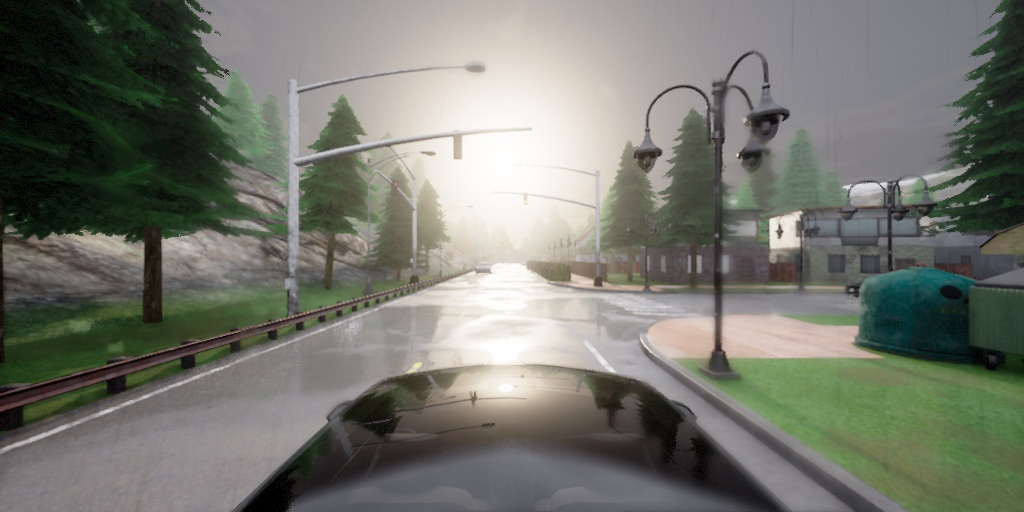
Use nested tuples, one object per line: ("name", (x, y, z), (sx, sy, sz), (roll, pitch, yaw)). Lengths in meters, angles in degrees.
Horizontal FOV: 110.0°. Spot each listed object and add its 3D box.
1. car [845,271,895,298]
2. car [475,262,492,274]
("car", (19.946, 1.507, 18.185), (4.892, 1.490, 1.837), (0, 0, 7))
("car", (-3.529, 1.526, 45.093), (1.882, 1.535, 5.008), (0, 1, 0))
